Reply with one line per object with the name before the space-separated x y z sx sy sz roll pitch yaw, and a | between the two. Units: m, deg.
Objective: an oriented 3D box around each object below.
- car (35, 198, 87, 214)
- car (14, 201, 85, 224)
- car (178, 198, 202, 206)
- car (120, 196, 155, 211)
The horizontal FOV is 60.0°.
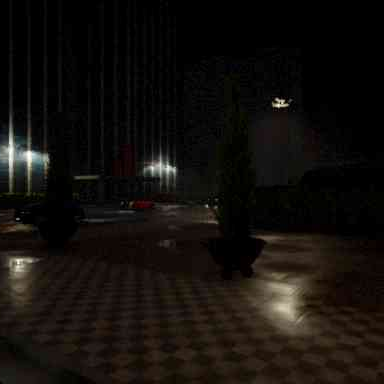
car | -14.129 1.469 36.160 1.882 1.535 5.008 0 0 35
car | -9.915 1.499 23.602 1.837 1.490 4.892 -1 0 35
car | -0.279 1.593 55.869 1.895 1.301 4.718 0 0 35
car | -6.621 1.344 40.792 2.097 1.767 4.553 0 0 35
